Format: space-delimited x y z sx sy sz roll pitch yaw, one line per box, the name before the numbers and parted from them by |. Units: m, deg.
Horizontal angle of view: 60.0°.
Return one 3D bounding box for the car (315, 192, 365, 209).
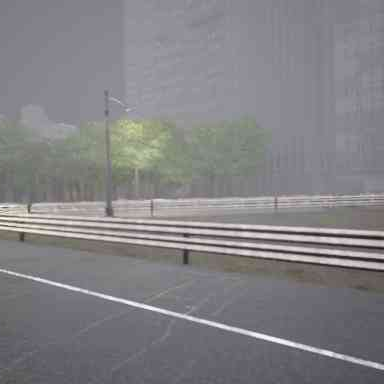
car | 14.797 0.824 33.426 4.553 1.767 2.097 -2 -1 -6
